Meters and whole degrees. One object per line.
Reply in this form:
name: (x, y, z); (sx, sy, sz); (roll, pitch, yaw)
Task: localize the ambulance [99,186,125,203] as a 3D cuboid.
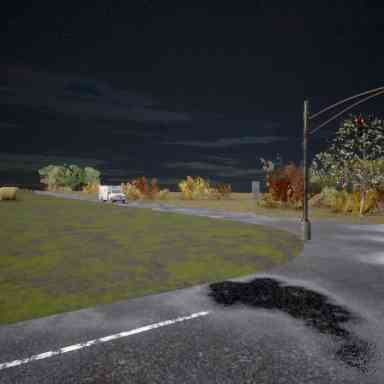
ambulance: (-11.962, 0.341, 50.021); (2.351, 2.431, 6.366); (2, 0, -32)
